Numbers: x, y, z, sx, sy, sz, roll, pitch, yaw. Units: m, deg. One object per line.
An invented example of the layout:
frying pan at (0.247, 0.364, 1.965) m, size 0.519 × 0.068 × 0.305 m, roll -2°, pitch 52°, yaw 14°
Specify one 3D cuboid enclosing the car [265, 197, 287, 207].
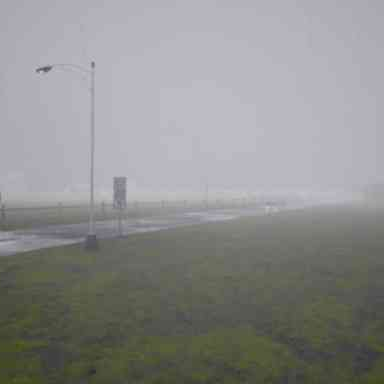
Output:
car at (12.942, 1.468, 50.704) m, size 2.033 × 1.411 × 5.357 m, roll 1°, pitch 0°, yaw 33°
